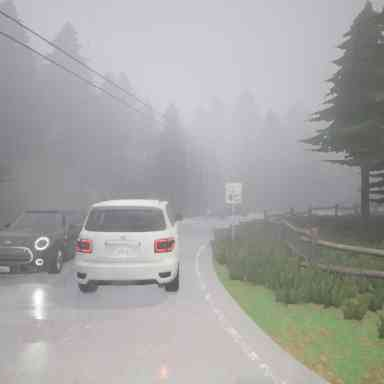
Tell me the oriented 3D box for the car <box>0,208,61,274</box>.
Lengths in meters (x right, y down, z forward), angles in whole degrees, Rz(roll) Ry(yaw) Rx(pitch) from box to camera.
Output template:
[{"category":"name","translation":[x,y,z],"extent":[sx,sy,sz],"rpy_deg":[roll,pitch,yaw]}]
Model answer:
[{"category":"car","translation":[-4.536,1.320,10.483],"extent":[2.097,1.767,4.553],"rpy_deg":[0,0,4]}]

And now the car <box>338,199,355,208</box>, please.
[{"category":"car","translation":[17.895,1.453,35.982],"extent":[4.902,1.511,2.128],"rpy_deg":[0,0,-32]}]

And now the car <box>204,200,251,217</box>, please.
[{"category":"car","translation":[3.087,1.433,28.633],"extent":[4.902,1.511,2.128],"rpy_deg":[0,0,-44]}]

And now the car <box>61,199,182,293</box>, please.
[{"category":"car","translation":[-1.435,1.200,9.002],"extent":[2.150,2.045,5.566],"rpy_deg":[0,0,-3]}]
